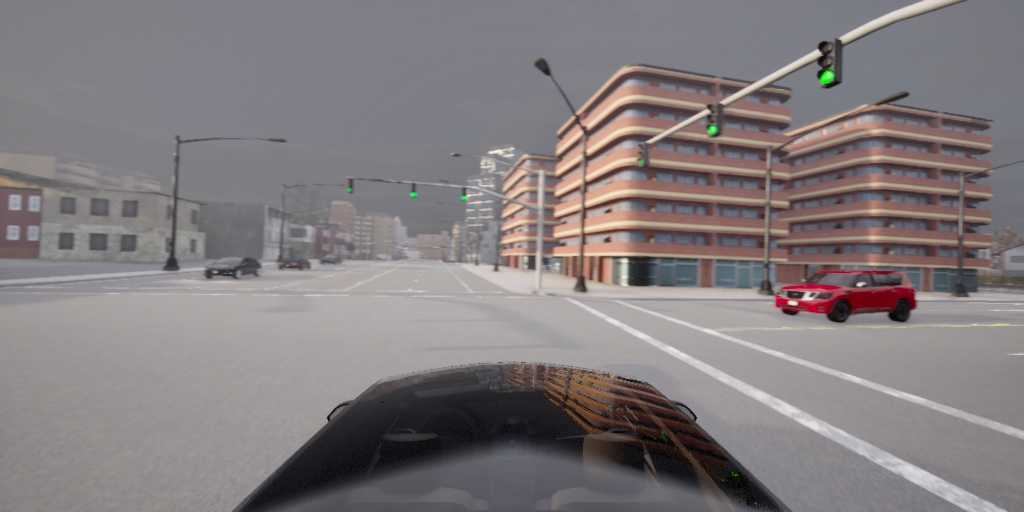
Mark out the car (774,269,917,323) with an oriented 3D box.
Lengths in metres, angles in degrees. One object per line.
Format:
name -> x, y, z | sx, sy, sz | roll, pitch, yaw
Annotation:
car -> 13.969, 1.587, 15.053 | 5.566, 2.045, 2.150 | 1, 0, -14

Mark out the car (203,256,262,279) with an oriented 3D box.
car -> -19.526, 0.773, 25.348 | 1.837, 1.490, 4.892 | 2, 0, -12

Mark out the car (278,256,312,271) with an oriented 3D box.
car -> -21.987, 0.711, 36.421 | 1.994, 1.385, 4.181 | 2, 0, -12

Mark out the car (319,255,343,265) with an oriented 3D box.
car -> -24.860, 0.520, 49.464 | 2.033, 1.411, 5.357 | 2, 0, -12
